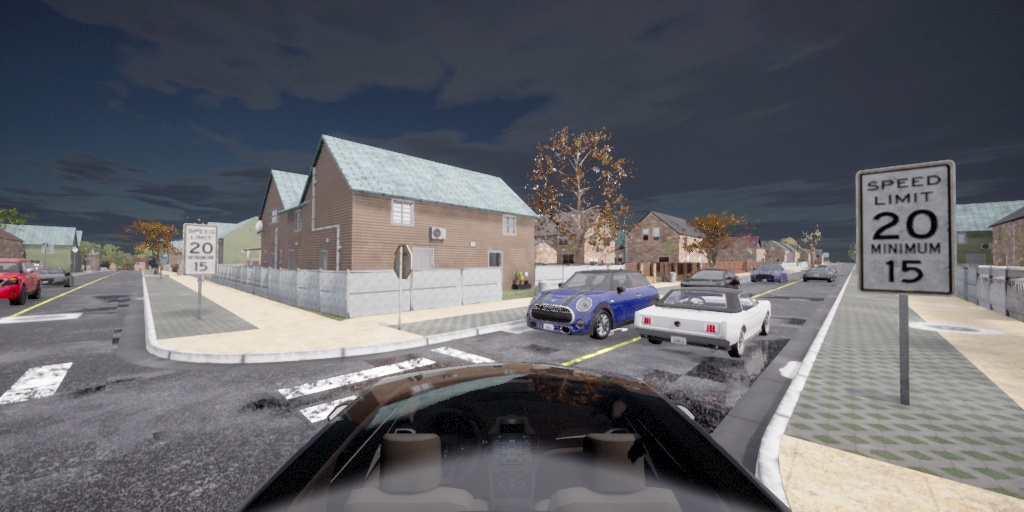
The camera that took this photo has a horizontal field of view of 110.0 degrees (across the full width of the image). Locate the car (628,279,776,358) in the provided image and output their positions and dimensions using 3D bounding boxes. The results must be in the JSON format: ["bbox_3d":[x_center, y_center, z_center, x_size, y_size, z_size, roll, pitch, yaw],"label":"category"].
[{"bbox_3d":[4.868,1.413,8.748,1.895,1.301,4.718,-1,-1,44],"label":"car"}]

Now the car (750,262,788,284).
[{"bbox_3d":[21.907,1.413,30.486,2.097,1.767,4.553,-1,-1,44],"label":"car"}]

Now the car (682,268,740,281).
[{"bbox_3d":[10.281,1.401,18.471,1.882,1.535,5.008,-1,-1,44],"label":"car"}]

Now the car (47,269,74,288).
[{"bbox_3d":[-33.233,1.605,25.786,4.181,1.385,1.994,-1,-2,44],"label":"car"}]

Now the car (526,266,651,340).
[{"bbox_3d":[2.491,1.183,10.445,4.553,1.767,2.097,1,-1,-45],"label":"car"}]

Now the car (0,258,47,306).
[{"bbox_3d":[-22.995,1.108,15.868,5.566,2.045,2.150,-1,-2,44],"label":"car"}]

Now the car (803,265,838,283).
[{"bbox_3d":[27.697,1.648,32.353,4.181,1.385,1.994,1,-1,-45],"label":"car"}]
